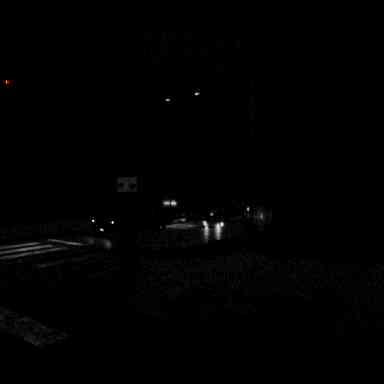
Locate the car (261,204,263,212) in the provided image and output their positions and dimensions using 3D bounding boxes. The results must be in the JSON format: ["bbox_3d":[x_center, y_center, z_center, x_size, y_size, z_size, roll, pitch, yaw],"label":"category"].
[{"bbox_3d":[8.969,1.337,35.232,2.128,1.511,4.902,0,0,35],"label":"car"}]

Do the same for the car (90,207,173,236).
[{"bbox_3d":[-3.168,1.536,18.159,1.895,1.301,4.718,0,0,35],"label":"car"}]

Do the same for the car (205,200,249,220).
[{"bbox_3d":[2.878,1.382,26.674,2.128,1.511,4.902,0,0,35],"label":"car"}]

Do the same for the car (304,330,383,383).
[{"bbox_3d":[2.757,1.315,0.841,5.009,1.841,2.192,0,0,35],"label":"car"}]
